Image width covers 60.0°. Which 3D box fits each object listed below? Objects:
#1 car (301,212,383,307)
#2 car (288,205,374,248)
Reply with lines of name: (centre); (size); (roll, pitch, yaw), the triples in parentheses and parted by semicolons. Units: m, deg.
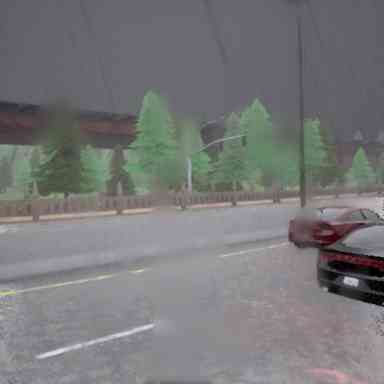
car: (4.793, 1.329, 7.223); (5.008, 1.535, 1.882); (-2, 1, -35)
car: (5.642, 1.219, 12.110); (5.008, 1.535, 1.882); (-2, 1, -35)
